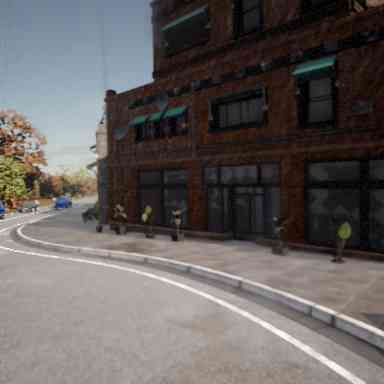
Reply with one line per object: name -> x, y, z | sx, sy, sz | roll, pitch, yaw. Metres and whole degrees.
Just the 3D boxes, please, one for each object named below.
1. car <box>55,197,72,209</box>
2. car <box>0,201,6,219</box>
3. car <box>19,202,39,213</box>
car -> -23.006, 1.841, 59.762 | 2.150, 2.045, 5.566 | -2, 1, -11
car -> -21.469, 2.004, 34.938 | 2.150, 2.045, 5.566 | -2, 1, -11
car -> -24.460, 2.275, 50.009 | 1.837, 1.490, 4.892 | -2, 0, -11
